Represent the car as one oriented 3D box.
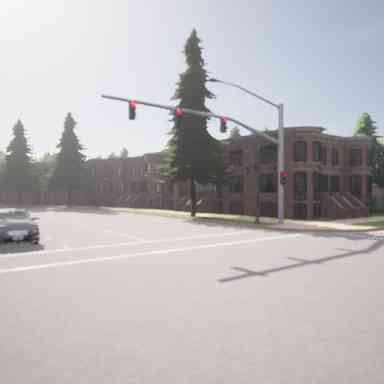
[{"bbox_3d":[-8.080,1.490,14.722,2.128,1.511,4.902,0,0,-36],"label":"car"}]
